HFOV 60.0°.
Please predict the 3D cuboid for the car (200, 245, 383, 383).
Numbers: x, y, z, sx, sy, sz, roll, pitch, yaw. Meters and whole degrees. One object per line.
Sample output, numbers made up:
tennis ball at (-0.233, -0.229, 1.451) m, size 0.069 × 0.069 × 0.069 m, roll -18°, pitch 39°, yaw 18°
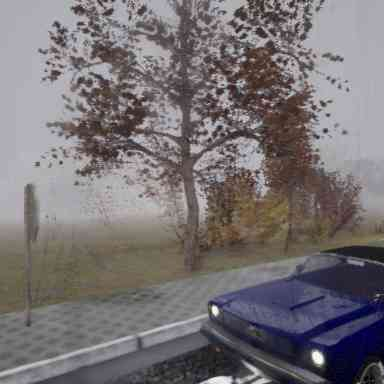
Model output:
car at (2.446, 1.559, 4.836) m, size 4.718 × 1.301 × 1.895 m, roll -1°, pitch 1°, yaw -36°
